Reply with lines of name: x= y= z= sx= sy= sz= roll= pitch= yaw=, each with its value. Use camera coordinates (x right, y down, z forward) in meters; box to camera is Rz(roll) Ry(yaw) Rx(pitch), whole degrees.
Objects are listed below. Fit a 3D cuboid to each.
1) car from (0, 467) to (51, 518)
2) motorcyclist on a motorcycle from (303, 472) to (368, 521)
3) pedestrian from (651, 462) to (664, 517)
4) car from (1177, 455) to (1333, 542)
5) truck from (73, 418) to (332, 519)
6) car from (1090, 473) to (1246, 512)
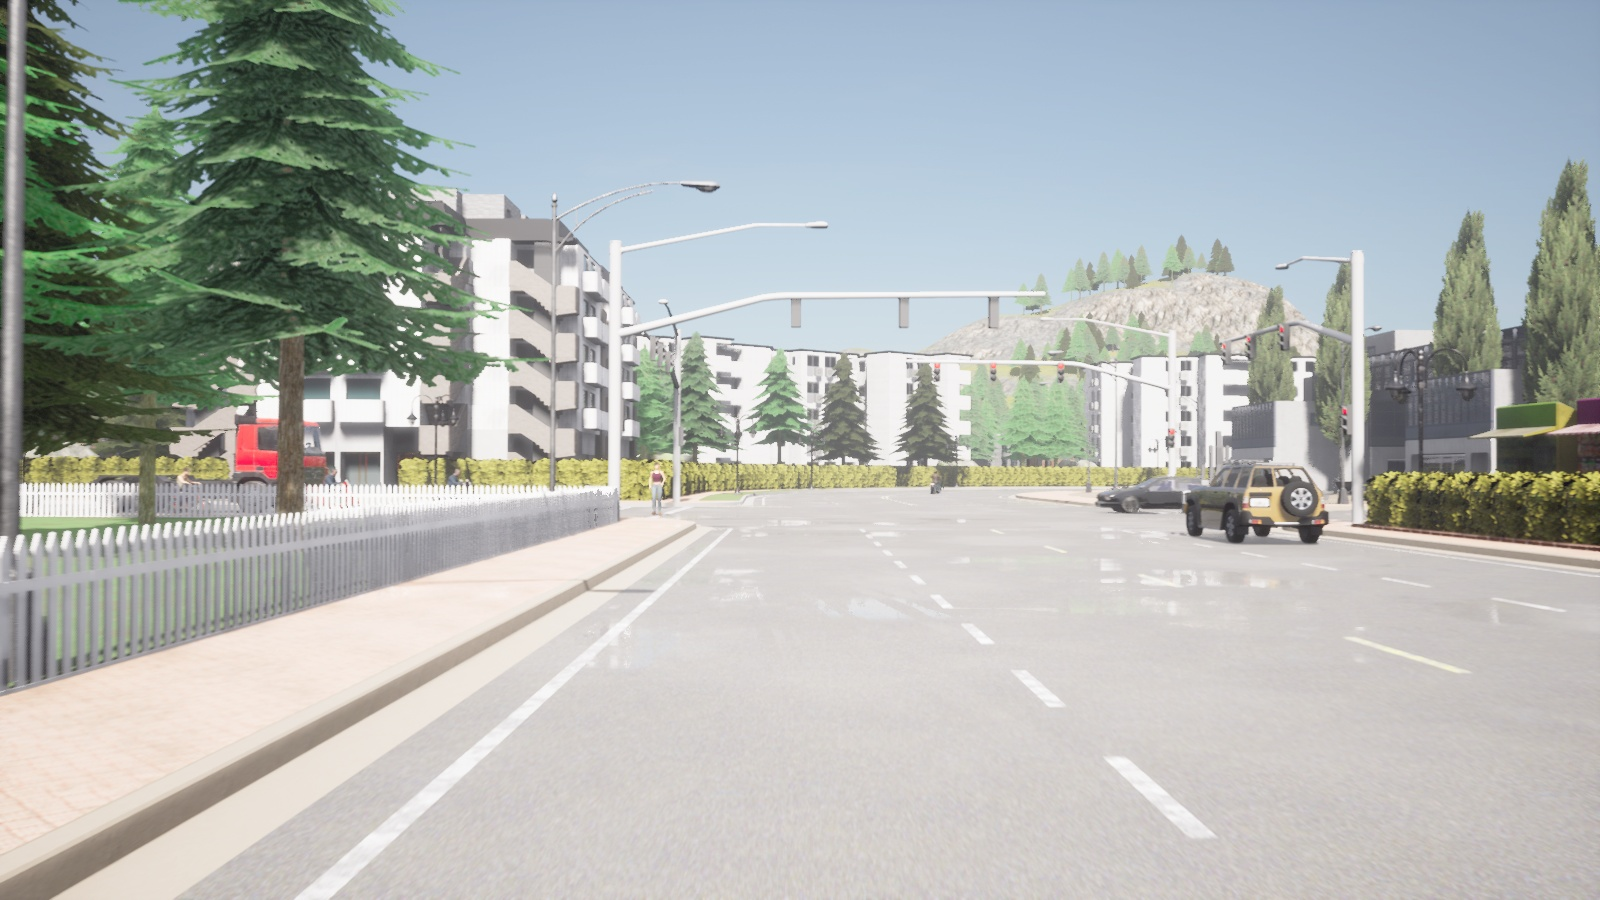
car: x=-28.007 y=1.403 z=41.671 sx=5.027 sy=1.651 sz=2.152 roll=0 pitch=-1 yaw=1
motorcyclist on a motorcycle: x=-15.303 y=1.522 z=41.381 sx=1.817 sy=1.590 sz=0.866 roll=0 pitch=-1 yaw=1
pedestrian: x=-4.843 y=1.337 z=42.617 sx=0.345 sy=1.836 sz=0.594 roll=0 pitch=-1 yaw=2
car: x=10.424 y=1.077 z=29.146 sx=1.932 sy=1.855 sz=4.605 roll=0 pitch=-1 yaw=0
truck: x=-21.274 y=0.672 z=45.032 sx=7.936 sy=3.462 sz=2.891 roll=0 pitch=-1 yaw=1
car: x=13.919 y=1.605 z=47.718 sx=5.357 sy=1.411 sz=2.033 roll=0 pitch=-1 yaw=1
